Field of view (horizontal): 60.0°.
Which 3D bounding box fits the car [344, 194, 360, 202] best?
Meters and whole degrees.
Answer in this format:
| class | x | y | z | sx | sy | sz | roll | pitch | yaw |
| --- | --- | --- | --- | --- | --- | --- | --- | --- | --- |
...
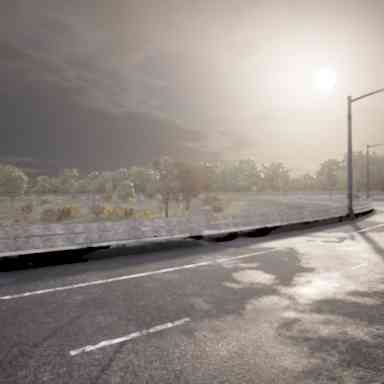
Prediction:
| class | x | y | z | sx | sy | sz | roll | pitch | yaw |
| --- | --- | --- | --- | --- | --- | --- | --- | --- | --- |
| car | 40.544 | 1.518 | 84.455 | 2.150 | 2.045 | 5.566 | 0 | 0 | 2 |
